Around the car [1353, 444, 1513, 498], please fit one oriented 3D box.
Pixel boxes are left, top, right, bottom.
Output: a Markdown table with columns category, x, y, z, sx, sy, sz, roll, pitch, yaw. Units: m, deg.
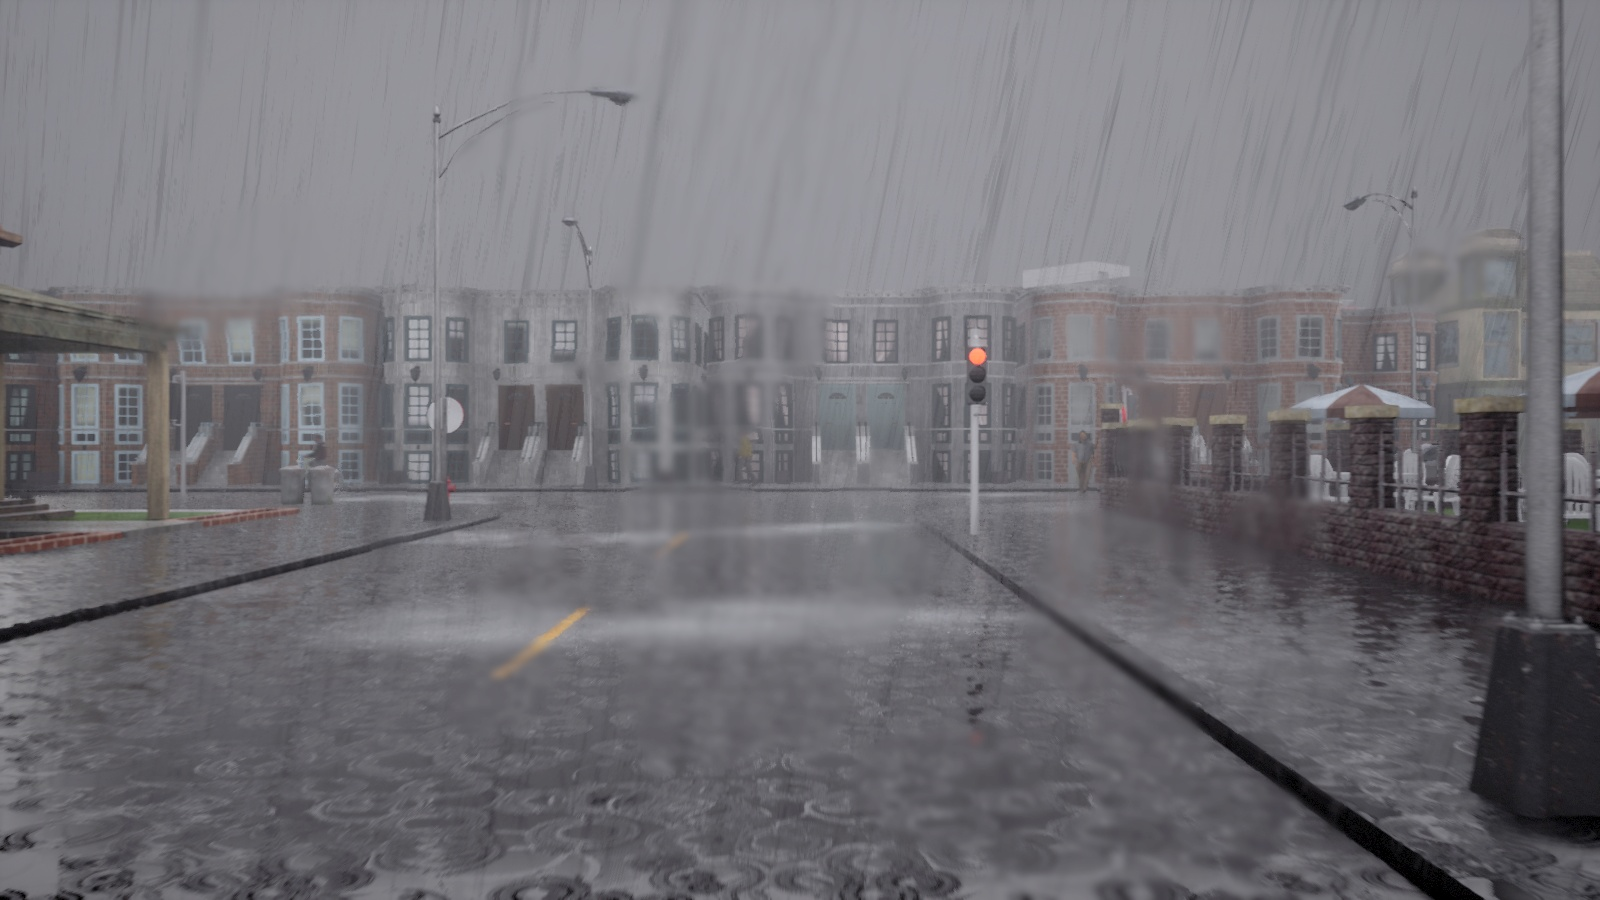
| category | x | y | z | sx | sy | sz | roll | pitch | yaw |
| --- | --- | --- | --- | --- | --- | --- | --- | --- | --- |
| car | 18.051 | 0.572 | 35.917 | 3.633 | 1.501 | 1.845 | 0 | 0 | 0 |

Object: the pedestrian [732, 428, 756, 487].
| category | x | y | z | sx | sy | sz | roll | pitch | yaw |
| --- | --- | --- | --- | --- | --- | --- | --- | --- | --- |
| pedestrian | -1.754 | 0.233 | 39.396 | 0.709 | 1.840 | 0.431 | 0 | 0 | 4 |

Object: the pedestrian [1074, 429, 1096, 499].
| category | x | y | z | sx | sy | sz | roll | pitch | yaw |
| --- | --- | --- | --- | --- | --- | --- | --- | --- | --- |
| pedestrian | 7.570 | 0.360 | 33.373 | 0.540 | 1.848 | 0.694 | 0 | 0 | 15 |
